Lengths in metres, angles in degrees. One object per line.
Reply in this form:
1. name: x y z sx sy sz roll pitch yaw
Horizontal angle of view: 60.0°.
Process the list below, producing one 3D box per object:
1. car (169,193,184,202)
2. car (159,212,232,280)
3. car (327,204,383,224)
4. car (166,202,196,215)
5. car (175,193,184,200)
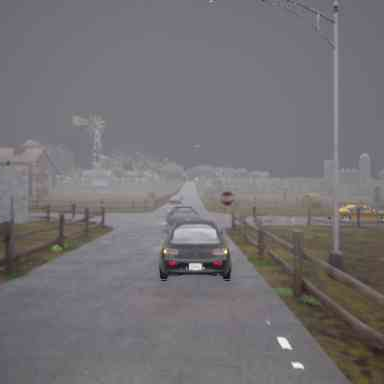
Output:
1. car: -2.808 1.356 57.018 1.882 1.535 5.008 0 1 1
2. car: 0.087 1.542 9.870 1.812 1.442 4.674 0 0 0
3. car: 13.918 1.809 27.738 5.008 1.535 1.882 1 2 0
4. car: -0.611 1.597 21.355 1.994 1.385 4.181 0 0 -10
5. car: -2.751 0.997 74.263 1.837 1.490 4.892 0 1 0
